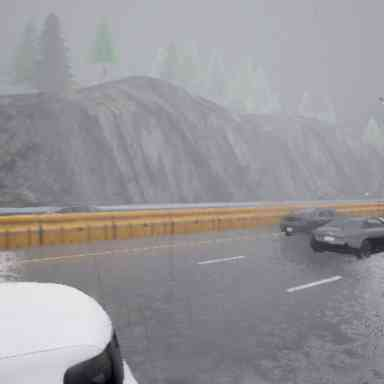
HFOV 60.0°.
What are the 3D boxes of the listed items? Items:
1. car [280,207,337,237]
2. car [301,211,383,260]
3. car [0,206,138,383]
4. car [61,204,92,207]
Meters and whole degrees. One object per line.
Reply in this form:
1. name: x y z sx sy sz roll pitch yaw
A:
1. car: 6.570 1.518 17.040 4.892 1.490 1.837 0 0 -36
2. car: 6.349 1.575 12.581 4.181 1.385 1.994 0 0 -36
3. car: -3.023 1.220 1.589 5.566 2.045 2.150 0 0 -36
4. car: -7.506 1.515 20.018 4.892 1.490 1.837 1 0 -35
